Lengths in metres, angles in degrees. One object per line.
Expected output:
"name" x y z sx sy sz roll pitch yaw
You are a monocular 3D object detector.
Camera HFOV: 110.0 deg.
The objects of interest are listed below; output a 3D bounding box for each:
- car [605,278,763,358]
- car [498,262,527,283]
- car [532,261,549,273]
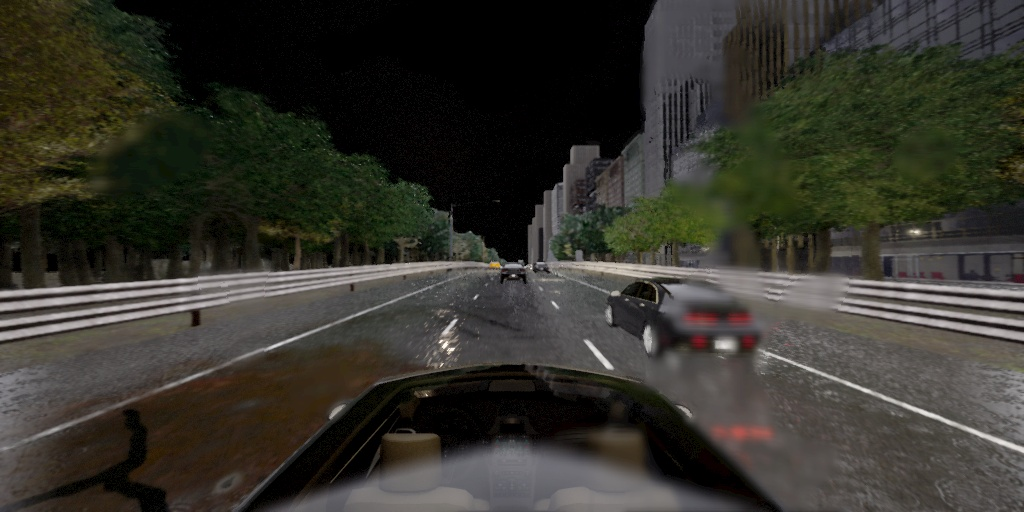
"car" 3.602 1.256 8.456 1.837 1.490 4.892 0 0 0
"car" 0.103 1.230 27.727 1.882 1.535 5.008 0 0 0
"car" 3.605 1.410 45.791 1.812 1.442 4.674 0 -1 0
